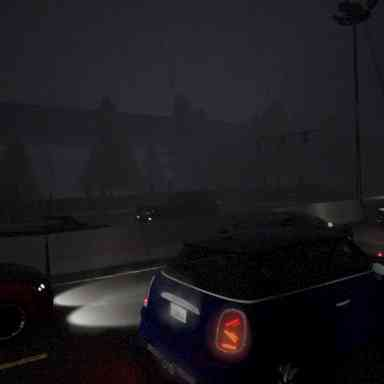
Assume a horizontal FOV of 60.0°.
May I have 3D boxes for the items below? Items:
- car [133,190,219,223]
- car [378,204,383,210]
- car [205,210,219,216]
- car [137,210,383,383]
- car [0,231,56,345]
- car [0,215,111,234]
[{"bbox_3d":[-0.861,0.943,20.664,5.566,2.045,2.150,-3,2,-36],"label":"car"},{"bbox_3d":[10.674,0.864,15.809,4.902,1.511,2.128,-4,2,-36],"label":"car"},{"bbox_3d":[3.052,1.321,10.289,5.008,1.535,1.882,-3,1,-36],"label":"car"},{"bbox_3d":[1.575,1.313,4.902,4.553,1.767,2.097,-1,1,-36],"label":"car"},{"bbox_3d":[-4.320,1.565,4.971,4.181,1.385,1.994,0,0,-35],"label":"car"},{"bbox_3d":[-5.679,1.593,12.855,4.718,1.301,1.895,-1,0,-36],"label":"car"}]
